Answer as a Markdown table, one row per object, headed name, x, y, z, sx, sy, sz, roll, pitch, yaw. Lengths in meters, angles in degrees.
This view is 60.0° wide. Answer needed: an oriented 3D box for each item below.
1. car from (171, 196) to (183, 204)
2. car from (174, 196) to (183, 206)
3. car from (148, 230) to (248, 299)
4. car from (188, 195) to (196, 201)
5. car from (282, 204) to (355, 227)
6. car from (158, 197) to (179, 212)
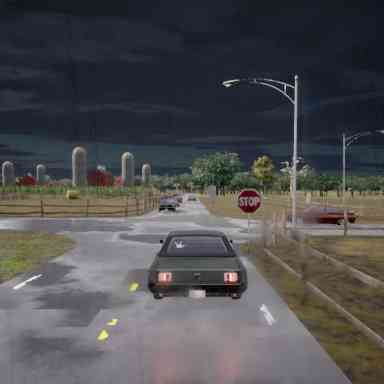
| name | x | y | z | sx | sy | sz | roll | pitch | yaw |
| --- | --- | --- | --- | --- | --- | --- | --- | --- | --- |
| car | -2.760 | 1.469 | 63.684 | 2.033 | 1.411 | 5.357 | 0 | 0 | 1 |
| car | -2.817 | 1.516 | 48.246 | 1.994 | 1.385 | 4.181 | 0 | 0 | 0 |
| car | 0.107 | 1.597 | 8.361 | 1.895 | 1.301 | 4.718 | 0 | 0 | 0 |
| car | 0.040 | 1.439 | 78.602 | 1.994 | 1.385 | 4.181 | 0 | 0 | 0 |
| car | 9.121 | 1.644 | 24.155 | 5.008 | 1.535 | 1.882 | 1 | 1 | 3 |
| car | -2.784 | 1.570 | 38.173 | 1.895 | 1.301 | 4.718 | 0 | 0 | -1 |
